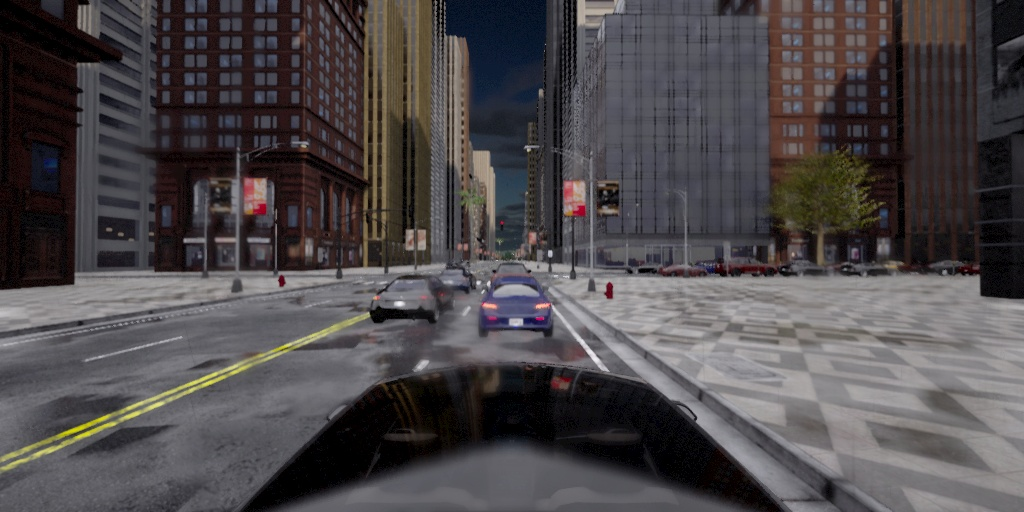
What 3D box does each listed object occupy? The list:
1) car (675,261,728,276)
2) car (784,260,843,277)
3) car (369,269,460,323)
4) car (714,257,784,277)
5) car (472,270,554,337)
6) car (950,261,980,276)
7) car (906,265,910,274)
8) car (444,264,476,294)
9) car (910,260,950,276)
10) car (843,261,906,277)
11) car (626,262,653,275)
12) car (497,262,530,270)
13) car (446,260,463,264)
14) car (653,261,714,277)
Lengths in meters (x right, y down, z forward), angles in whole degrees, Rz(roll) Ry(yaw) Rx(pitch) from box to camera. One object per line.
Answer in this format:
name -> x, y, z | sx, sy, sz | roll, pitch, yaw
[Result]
car -> 20.006, 1.300, 38.003 | 4.674, 1.442, 1.812 | 0, -1, -1
car -> 26.571, 1.256, 32.334 | 4.313, 1.339, 1.948 | 0, 0, -1
car -> -3.158, 1.320, 12.116 | 1.994, 1.385, 4.181 | 0, 0, 0
car -> 20.934, 1.021, 32.242 | 5.009, 1.841, 2.192 | 0, 0, -1
car -> 0.099, 1.279, 10.124 | 1.812, 1.442, 4.674 | 0, 0, 0
car -> 43.484, 1.194, 32.609 | 4.507, 1.381, 1.888 | 0, 0, -1
car -> 44.200, 1.313, 38.324 | 4.718, 1.301, 1.895 | 0, -1, 0
car -> -3.164, 1.341, 20.504 | 1.994, 1.385, 4.181 | 0, 0, 0
car -> 42.776, 1.185, 35.222 | 4.892, 1.490, 1.837 | 0, -1, -1
car -> 32.208, 1.240, 32.425 | 4.313, 1.339, 1.948 | 0, 0, -1
car -> 15.159, 1.388, 40.674 | 4.313, 1.339, 1.948 | 0, 0, -1
car -> -0.012, 1.124, 19.110 | 2.097, 1.767, 4.553 | 0, 0, 0
car -> -9.867, 1.553, 59.315 | 1.994, 1.385, 4.181 | 0, 0, 0
car -> 15.295, 1.308, 32.151 | 4.207, 1.307, 1.802 | 0, 0, -1
